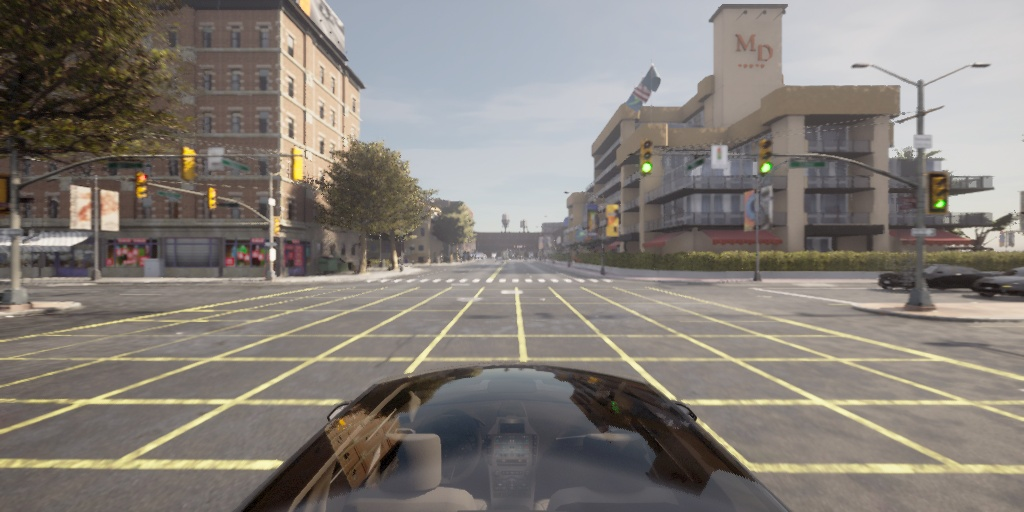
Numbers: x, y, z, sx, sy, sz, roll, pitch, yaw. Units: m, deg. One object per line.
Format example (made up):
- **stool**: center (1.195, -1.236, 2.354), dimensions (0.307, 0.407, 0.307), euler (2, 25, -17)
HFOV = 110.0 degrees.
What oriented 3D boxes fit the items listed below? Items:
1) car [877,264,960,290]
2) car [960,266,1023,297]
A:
- **car**: center (23.216, 1.180, 19.810), dimensions (5.008, 1.535, 1.882), euler (0, 0, 0)
- **car**: center (24.110, 1.217, 16.303), dimensions (4.892, 1.490, 1.837), euler (0, 0, 0)
